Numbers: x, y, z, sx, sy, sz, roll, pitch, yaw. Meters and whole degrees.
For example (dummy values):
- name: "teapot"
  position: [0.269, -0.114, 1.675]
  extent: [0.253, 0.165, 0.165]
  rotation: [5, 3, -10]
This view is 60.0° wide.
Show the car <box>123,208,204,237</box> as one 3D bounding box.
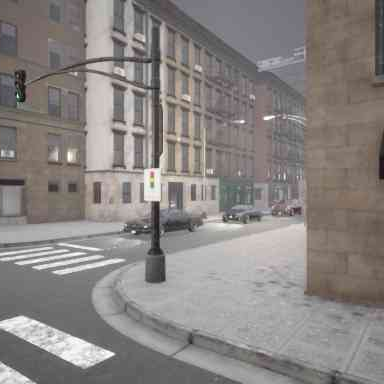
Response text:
- name: "car"
  position: [-1.388, 1.630, 18.861]
  extent: [2.033, 1.411, 5.357]
  rotation: [0, 0, 35]

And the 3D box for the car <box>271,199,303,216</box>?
- name: "car"
  position: [9.979, 1.539, 34.789]
  extent: [2.097, 1.767, 4.553]
  rotation: [0, 0, 35]

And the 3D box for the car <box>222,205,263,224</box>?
- name: "car"
  position: [4.064, 1.696, 26.503]
  extent: [1.994, 1.385, 4.181]
  rotation: [0, 0, 36]
